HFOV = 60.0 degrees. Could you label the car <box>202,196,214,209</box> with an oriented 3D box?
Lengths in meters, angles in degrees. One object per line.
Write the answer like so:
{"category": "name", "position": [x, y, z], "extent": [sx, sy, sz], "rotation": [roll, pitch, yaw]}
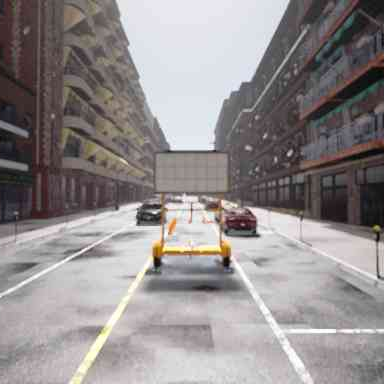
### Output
{"category": "car", "position": [2.586, 1.518, 41.169], "extent": [1.887, 1.381, 4.507], "rotation": [1, 0, 0]}

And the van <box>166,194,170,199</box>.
{"category": "van", "position": [-5.288, 1.326, 57.823], "extent": [1.690, 1.788, 3.998], "rotation": [2, 0, 0]}

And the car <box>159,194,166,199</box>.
{"category": "car", "position": [-5.287, 1.291, 46.764], "extent": [2.192, 1.841, 5.009], "rotation": [2, 0, 0]}

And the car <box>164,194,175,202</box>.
{"category": "car", "position": [-5.287, 1.340, 79.945], "extent": [2.192, 1.841, 5.009], "rotation": [1, 0, 0]}

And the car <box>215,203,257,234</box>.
{"category": "car", "position": [2.586, 1.521, 19.047], "extent": [1.887, 1.381, 4.507], "rotation": [1, 0, 0]}

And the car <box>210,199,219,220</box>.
{"category": "car", "position": [2.586, 1.498, 24.749], "extent": [1.752, 1.417, 4.829], "rotation": [1, 0, 0]}

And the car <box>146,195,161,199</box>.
{"category": "car", "position": [-5.293, 1.499, 41.063], "extent": [1.752, 1.417, 4.829], "rotation": [2, 0, 0]}

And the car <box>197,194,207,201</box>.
{"category": "car", "position": [2.559, 1.353, 85.417], "extent": [2.192, 1.841, 5.009], "rotation": [1, 0, 0]}

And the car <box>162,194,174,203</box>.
{"category": "car", "position": [-5.287, 1.328, 74.416], "extent": [2.192, 1.841, 5.009], "rotation": [1, 0, 0]}

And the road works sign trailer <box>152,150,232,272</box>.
{"category": "road works sign trailer", "position": [-0.009, 0.448, 10.717], "extent": [2.380, 3.560, 2.880], "rotation": [0, 0, 0]}

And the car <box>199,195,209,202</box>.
{"category": "car", "position": [2.597, 1.454, 74.355], "extent": [1.967, 1.590, 4.097], "rotation": [1, 0, 0]}

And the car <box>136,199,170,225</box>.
{"category": "car", "position": [-2.848, 1.477, 24.091], "extent": [1.837, 1.490, 4.892], "rotation": [0, 0, 0]}

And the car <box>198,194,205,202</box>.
{"category": "car", "position": [2.587, 1.537, 63.293], "extent": [1.887, 1.381, 4.507], "rotation": [1, 0, 0]}

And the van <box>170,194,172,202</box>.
{"category": "van", "position": [-5.289, 1.334, 63.355], "extent": [1.690, 1.788, 3.998], "rotation": [1, 0, 0]}

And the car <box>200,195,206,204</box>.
{"category": "car", "position": [2.586, 1.526, 46.701], "extent": [2.008, 1.369, 4.403], "rotation": [1, 0, 0]}

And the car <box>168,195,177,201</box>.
{"category": "car", "position": [-5.293, 1.619, 91.008], "extent": [1.947, 1.339, 4.313], "rotation": [1, 0, 0]}

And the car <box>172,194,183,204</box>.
{"category": "car", "position": [-2.775, 1.557, 64.987], "extent": [1.994, 1.385, 4.181], "rotation": [0, 0, 1]}
